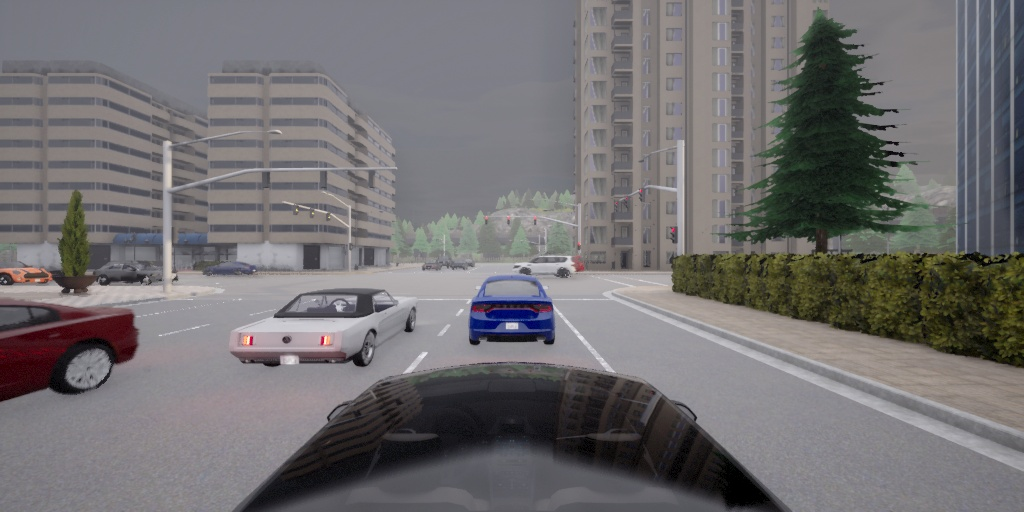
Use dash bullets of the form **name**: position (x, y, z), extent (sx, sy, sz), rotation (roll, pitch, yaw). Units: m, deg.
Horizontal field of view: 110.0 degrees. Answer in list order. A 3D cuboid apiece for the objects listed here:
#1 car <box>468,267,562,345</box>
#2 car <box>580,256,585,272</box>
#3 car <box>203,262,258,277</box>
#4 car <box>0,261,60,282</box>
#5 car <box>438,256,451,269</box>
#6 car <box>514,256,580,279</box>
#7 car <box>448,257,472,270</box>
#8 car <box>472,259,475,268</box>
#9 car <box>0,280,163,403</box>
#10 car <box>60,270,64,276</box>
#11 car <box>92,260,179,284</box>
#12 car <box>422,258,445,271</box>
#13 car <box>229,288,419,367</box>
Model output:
- **car**: position (-0.005, 1.228, 9.539), extent (1.882, 1.535, 5.008), rotation (0, 0, 0)
- **car**: position (4.668, 0.973, 36.980), extent (5.566, 2.045, 2.150), rotation (0, 1, 18)
- **car**: position (-27.847, 1.275, 35.534), extent (4.674, 1.442, 1.812), rotation (0, 0, 0)
- **car**: position (-35.100, 1.102, 24.839), extent (4.553, 1.767, 2.097), rotation (0, 0, 0)
- **car**: position (-11.095, 0.971, 58.766), extent (2.150, 2.045, 5.566), rotation (0, 0, 0)
- **car**: position (2.874, 0.974, 32.002), extent (5.566, 2.045, 2.150), rotation (0, 0, 0)
- **car**: position (-7.524, 1.297, 52.303), extent (2.033, 1.411, 5.357), rotation (0, 0, 0)
- **car**: position (-7.612, 1.228, 62.643), extent (1.882, 1.535, 5.008), rotation (0, 0, 0)
- **car**: position (-7.124, 1.227, 3.815), extent (1.882, 1.535, 5.008), rotation (0, 0, -1)
- **car**: position (-38.616, 1.351, 28.346), extent (4.718, 1.301, 1.895), rotation (0, 0, 0)
- **car**: position (-25.948, 1.241, 24.810), extent (4.902, 1.511, 2.128), rotation (0, 0, 1)
- **car**: position (-11.011, 1.314, 49.409), extent (1.994, 1.385, 4.181), rotation (0, 0, 0)
- **car**: position (-3.497, 1.351, 7.873), extent (1.895, 1.301, 4.718), rotation (0, 0, 0)
